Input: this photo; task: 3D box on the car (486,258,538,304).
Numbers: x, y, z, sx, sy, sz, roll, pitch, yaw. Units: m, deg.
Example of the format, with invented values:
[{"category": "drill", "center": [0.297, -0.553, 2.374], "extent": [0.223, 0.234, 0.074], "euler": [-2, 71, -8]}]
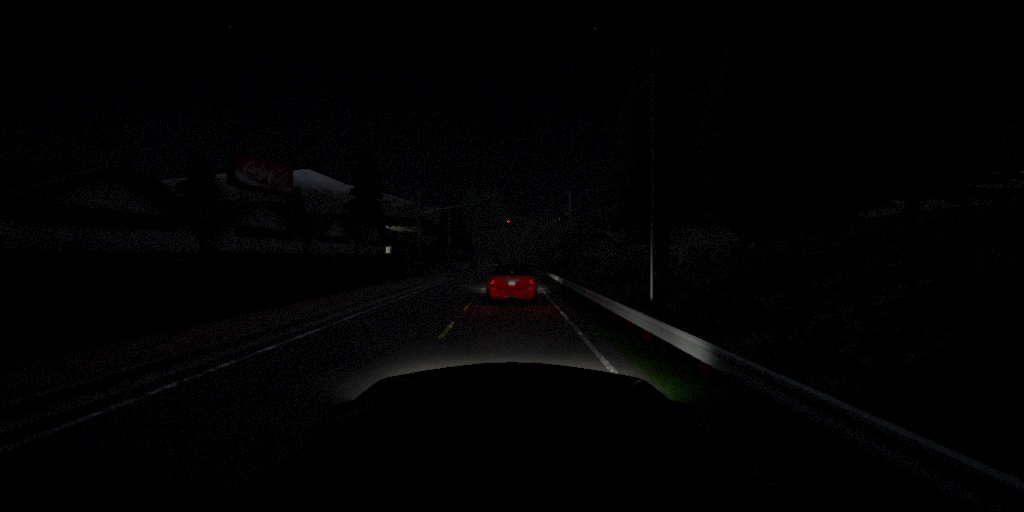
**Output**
[{"category": "car", "center": [0.001, 1.105, 16.470], "extent": [2.097, 1.767, 4.553], "euler": [0, 0, 0]}]
